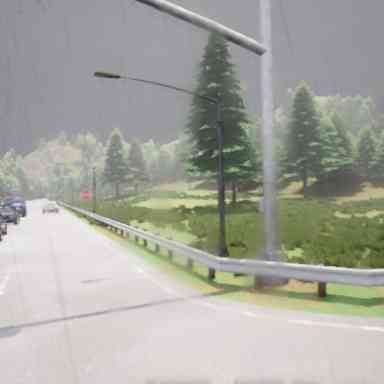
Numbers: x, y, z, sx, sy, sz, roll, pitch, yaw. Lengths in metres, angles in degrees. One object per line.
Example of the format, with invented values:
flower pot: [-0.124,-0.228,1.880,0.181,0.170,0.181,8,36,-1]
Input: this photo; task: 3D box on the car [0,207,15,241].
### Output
car: [-11.148,1.833,18.078,2.033,1.411,5.357,-2,0,-24]

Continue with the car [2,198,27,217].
car: [-19.472,1.709,36.674,2.150,2.045,5.566,-2,0,-24]

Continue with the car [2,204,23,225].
car: [-15.228,1.948,27.158,1.994,1.385,4.181,-2,0,-24]

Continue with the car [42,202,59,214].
car: [-18.079,1.972,42.511,1.812,1.442,4.674,-2,0,-24]
